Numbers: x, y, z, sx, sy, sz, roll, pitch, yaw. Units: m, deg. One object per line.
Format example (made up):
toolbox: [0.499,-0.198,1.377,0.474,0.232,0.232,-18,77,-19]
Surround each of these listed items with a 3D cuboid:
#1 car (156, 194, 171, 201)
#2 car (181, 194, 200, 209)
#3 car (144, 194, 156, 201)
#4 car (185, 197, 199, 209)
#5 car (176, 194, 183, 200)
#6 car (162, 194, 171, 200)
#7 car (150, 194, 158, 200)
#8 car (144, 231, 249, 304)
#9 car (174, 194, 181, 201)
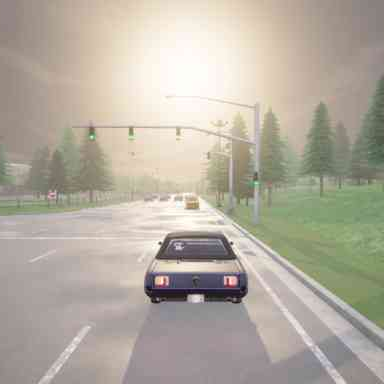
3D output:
car: [-6.862,1.531,80.416,2.033,1.411,5.357,0,0,0]
car: [-0.052,1.085,46.299,1.882,1.535,5.008,-3,17,-3]
car: [-10.362,1.531,80.422,2.033,1.411,5.357,0,0,0]
car: [0.025,1.576,49.784,2.033,1.411,5.357,-1,1,1]
car: [-3.344,1.356,90.830,1.812,1.442,4.674,0,0,0]
car: [-6.844,1.372,90.836,2.033,1.411,5.357,0,0,0]
car: [-10.344,1.332,90.842,1.837,1.490,4.892,0,0,0]
car: [0.093,1.601,8.116,1.895,1.301,4.718,0,0,0]
car: [-3.361,1.545,80.827,1.994,1.385,4.181,0,0,0]
